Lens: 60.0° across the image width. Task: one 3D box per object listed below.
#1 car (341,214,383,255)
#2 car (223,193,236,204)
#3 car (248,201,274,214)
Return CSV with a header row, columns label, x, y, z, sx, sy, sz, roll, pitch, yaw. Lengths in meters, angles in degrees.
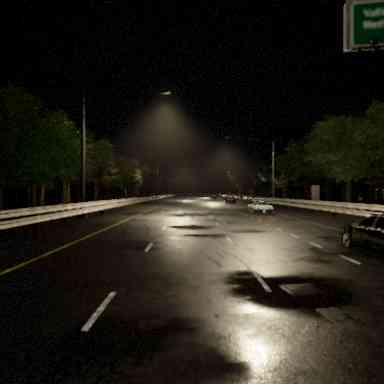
label,x,y,z,sx,sy,sz,roll,pitch,yaw
car,7.000,1.506,11.634,1.837,1.490,4.892,0,0,0
car,6.997,1.503,61.849,2.128,1.511,4.902,0,0,0
car,6.998,1.604,34.458,1.895,1.301,4.718,0,0,0
